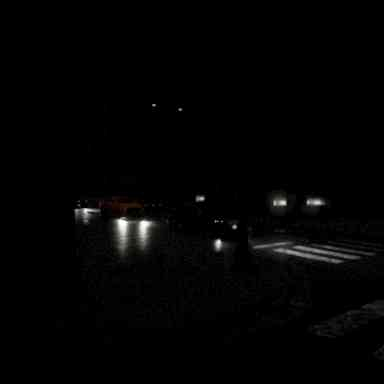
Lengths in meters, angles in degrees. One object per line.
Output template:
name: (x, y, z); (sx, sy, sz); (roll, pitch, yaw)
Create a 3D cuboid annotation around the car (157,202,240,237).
car: (0.506, 1.270, 16.954); (2.128, 1.511, 4.902); (0, 1, -35)

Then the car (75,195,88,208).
car: (-12.817, 0.997, 35.899); (1.895, 1.301, 4.718); (0, 1, -35)

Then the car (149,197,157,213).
car: (-4.577, 1.103, 29.284); (2.033, 1.411, 5.357); (0, 1, -35)

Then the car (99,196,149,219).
car: (-5.498, 1.089, 25.485); (1.882, 1.535, 5.008); (0, 1, -35)
